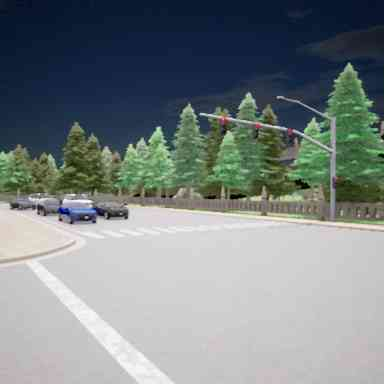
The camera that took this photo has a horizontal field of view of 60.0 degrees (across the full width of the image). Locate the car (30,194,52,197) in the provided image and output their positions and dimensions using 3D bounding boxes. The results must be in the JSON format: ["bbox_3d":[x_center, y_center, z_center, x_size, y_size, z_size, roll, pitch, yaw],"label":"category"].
[{"bbox_3d":[-20.434,1.280,45.606,5.566,2.045,2.150,0,-1,38],"label":"car"}]

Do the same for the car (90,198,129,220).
[{"bbox_3d":[-7.166,1.527,29.020,1.882,1.535,5.008,1,0,-34],"label":"car"}]

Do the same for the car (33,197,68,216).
[{"bbox_3d":[-13.942,1.534,32.702,1.837,1.490,4.892,1,0,-35],"label":"car"}]

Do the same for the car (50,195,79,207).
[{"bbox_3d":[-20.958,1.449,54.535,4.553,1.767,2.097,0,0,31],"label":"car"}]

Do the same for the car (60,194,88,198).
[{"bbox_3d":[-12.700,1.279,37.026,2.150,2.045,5.566,1,0,-36],"label":"car"}]

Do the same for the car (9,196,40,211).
[{"bbox_3d":[-21.041,1.538,41.435,4.892,1.490,1.837,0,-1,42],"label":"car"}]

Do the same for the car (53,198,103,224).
[{"bbox_3d":[-8.682,1.499,25.028,1.882,1.535,5.008,1,0,-34],"label":"car"}]

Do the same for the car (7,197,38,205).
[{"bbox_3d":[-30.061,1.573,58.913,4.892,1.490,1.837,0,0,15],"label":"car"}]
